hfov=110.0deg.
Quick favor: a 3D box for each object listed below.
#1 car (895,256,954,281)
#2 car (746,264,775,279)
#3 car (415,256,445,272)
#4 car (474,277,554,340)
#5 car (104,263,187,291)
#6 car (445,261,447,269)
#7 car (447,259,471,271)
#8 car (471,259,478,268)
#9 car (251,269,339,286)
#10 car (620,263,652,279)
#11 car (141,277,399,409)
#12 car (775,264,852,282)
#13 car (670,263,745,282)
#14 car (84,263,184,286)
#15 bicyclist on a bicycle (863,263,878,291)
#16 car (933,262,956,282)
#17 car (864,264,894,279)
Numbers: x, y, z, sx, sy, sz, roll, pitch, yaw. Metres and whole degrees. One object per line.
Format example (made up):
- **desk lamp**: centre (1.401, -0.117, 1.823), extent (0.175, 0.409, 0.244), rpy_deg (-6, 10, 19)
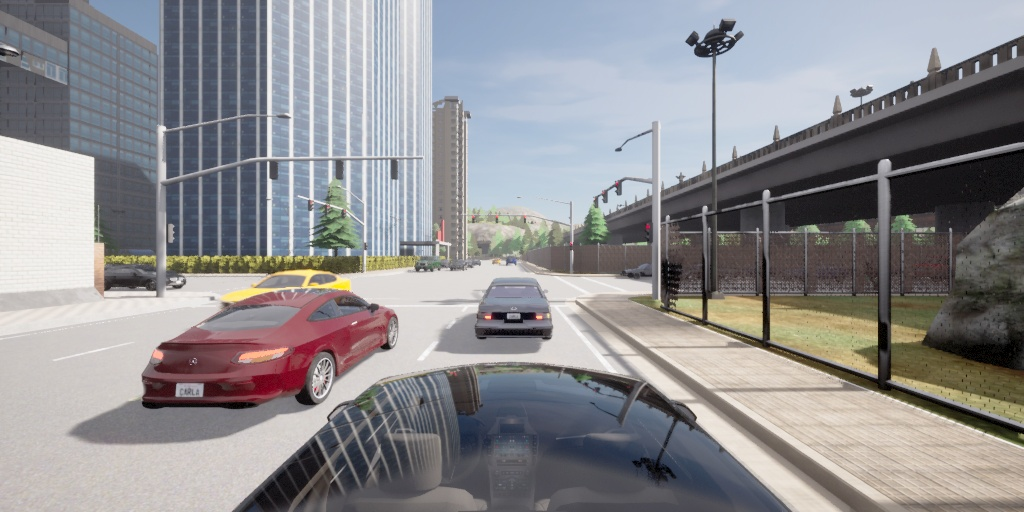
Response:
- **car**: centre (35.224, 1.027, 29.207), extent (5.566, 2.045, 2.150), rpy_deg (0, 0, -1)
- **car**: centre (22.300, 1.406, 32.659), extent (4.718, 1.301, 1.895), rpy_deg (0, 0, 0)
- **car**: centre (-10.660, 0.971, 46.097), extent (2.150, 2.045, 5.566), rpy_deg (0, 0, 4)
- **car**: centre (0.076, 1.297, 9.975), extent (2.033, 1.411, 5.357), rpy_deg (0, 0, 1)
- **car**: centre (-22.591, 1.331, 21.776), extent (4.674, 1.442, 1.812), rpy_deg (0, 0, 0)
- **car**: centre (-10.718, 1.297, 56.283), extent (2.033, 1.411, 5.357), rpy_deg (0, 0, 0)
- **car**: centre (-7.209, 1.255, 48.989), extent (1.837, 1.490, 4.892), rpy_deg (0, 0, 0)
- **car**: centre (-7.216, 1.241, 58.201), extent (2.128, 1.511, 4.902), rpy_deg (0, 0, 0)
- **car**: centre (-7.123, 1.227, 11.859), extent (1.882, 1.535, 5.008), rpy_deg (0, 0, 0)
- **car**: centre (12.710, 1.353, 32.616), extent (5.357, 1.411, 2.033), rpy_deg (0, 0, 0)
- **car**: centre (-3.451, 1.276, 6.154), extent (1.812, 1.442, 4.674), rpy_deg (0, 0, 0)
- **car**: centre (24.610, 1.331, 29.159), extent (4.674, 1.442, 1.812), rpy_deg (0, 0, 0)
- **car**: centre (15.654, 1.297, 29.129), extent (4.902, 1.511, 2.128), rpy_deg (0, 0, 0)
- **car**: centre (-26.469, 1.283, 25.241), extent (5.008, 1.535, 1.882), rpy_deg (0, 0, 0)
- **bicyclist on a bicycle**: centre (18.260, 1.106, 18.157), extent (0.582, 1.620, 1.656), rpy_deg (0, 0, 0)
- **car**: centre (34.025, 1.353, 25.505), extent (5.357, 1.411, 2.033), rpy_deg (0, 0, 0)
- **car**: centre (32.226, 1.406, 32.695), extent (4.718, 1.301, 1.895), rpy_deg (0, 0, 0)
